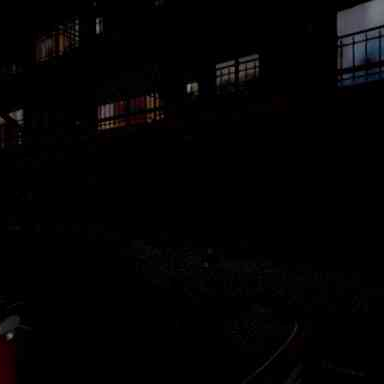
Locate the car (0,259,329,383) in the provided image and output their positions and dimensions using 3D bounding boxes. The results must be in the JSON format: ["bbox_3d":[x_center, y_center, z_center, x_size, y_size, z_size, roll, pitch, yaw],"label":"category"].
[{"bbox_3d":[-0.850,1.455,3.476,4.097,1.590,1.967,0,0,35],"label":"car"}]
